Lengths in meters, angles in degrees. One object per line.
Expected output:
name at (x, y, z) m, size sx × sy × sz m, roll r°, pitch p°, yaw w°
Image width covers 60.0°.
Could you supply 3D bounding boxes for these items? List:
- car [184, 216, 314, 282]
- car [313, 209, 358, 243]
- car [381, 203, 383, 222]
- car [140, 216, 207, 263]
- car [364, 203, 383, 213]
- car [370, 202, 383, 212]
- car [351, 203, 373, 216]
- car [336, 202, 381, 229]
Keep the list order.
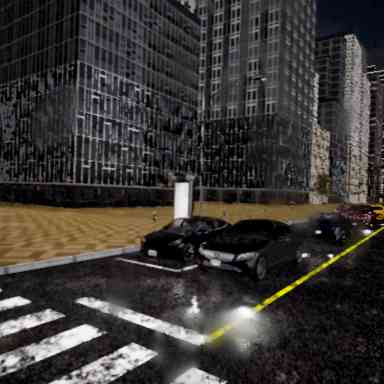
car at (2.003, 1.580, 10.278) m, size 1.812 × 1.442 × 4.674 m, roll 2°, pitch 0°, yaw 37°
car at (7.236, 1.795, 17.704) m, size 1.994 × 1.385 × 4.181 m, roll 2°, pitch 0°, yaw 34°
car at (18.844, 2.104, 34.042) m, size 1.882 × 1.535 × 5.008 m, roll 2°, pitch 0°, yaw 36°
car at (0.058, 1.550, 12.018) m, size 1.947 × 1.339 × 4.313 m, roll 2°, pitch 0°, yaw 35°
car at (28.776, 2.520, 52.683) m, size 2.008 × 1.369 × 4.403 m, roll 2°, pitch 0°, yaw 35°
car at (31.971, 2.521, 57.202) m, size 1.967 × 1.590 × 4.097 m, roll 2°, pitch 0°, yaw 35°
car at (22.298, 2.268, 43.507) m, size 1.752 × 1.417 × 4.829 m, roll 2°, pitch 0°, yaw 35°
car at (13.028, 1.779, 25.868) m, size 2.097 × 1.767 × 4.553 m, roll 2°, pitch 0°, yaw 35°
